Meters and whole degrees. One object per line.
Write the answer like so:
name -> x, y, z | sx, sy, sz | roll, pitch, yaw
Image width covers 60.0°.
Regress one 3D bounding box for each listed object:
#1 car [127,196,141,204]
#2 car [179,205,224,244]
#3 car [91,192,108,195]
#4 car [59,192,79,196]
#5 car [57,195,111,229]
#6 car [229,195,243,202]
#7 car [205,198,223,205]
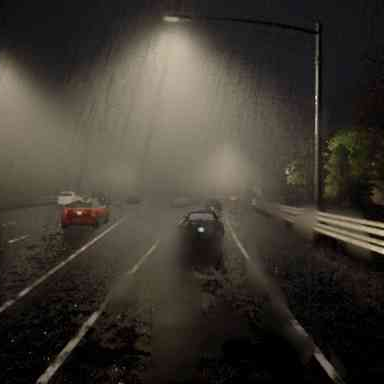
car -> -9.690, 1.339, 55.411 | 1.994, 1.385, 4.181 | 0, 0, -5
car -> 0.476, 1.538, 15.766 | 1.994, 1.385, 4.181 | 1, 0, 3
car -> -12.216, 1.008, 44.528 | 2.150, 2.045, 5.566 | 0, 0, -5
car -> -15.574, 0.988, 42.800 | 2.150, 2.045, 5.566 | 0, 0, -5
car -> -6.566, 1.245, 20.939 | 2.097, 1.767, 4.553 | 0, 0, -5
car -> 10.447, 1.526, 81.265 | 2.097, 1.767, 4.553 | 0, 0, 15
car -> 2.607, 1.544, 40.374 | 1.837, 1.490, 4.892 | 0, 0, 7
